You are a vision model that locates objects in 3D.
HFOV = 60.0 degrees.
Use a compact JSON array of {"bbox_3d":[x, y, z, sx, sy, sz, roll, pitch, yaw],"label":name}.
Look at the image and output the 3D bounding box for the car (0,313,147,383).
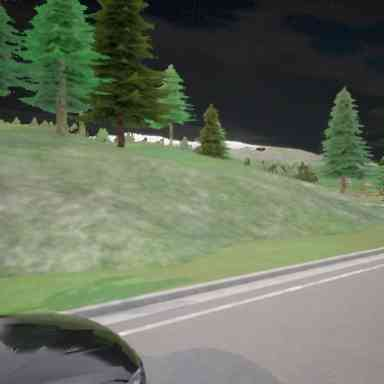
[{"bbox_3d":[-2.587,1.490,1.872,4.902,1.511,2.128,0,0,-36],"label":"car"}]
